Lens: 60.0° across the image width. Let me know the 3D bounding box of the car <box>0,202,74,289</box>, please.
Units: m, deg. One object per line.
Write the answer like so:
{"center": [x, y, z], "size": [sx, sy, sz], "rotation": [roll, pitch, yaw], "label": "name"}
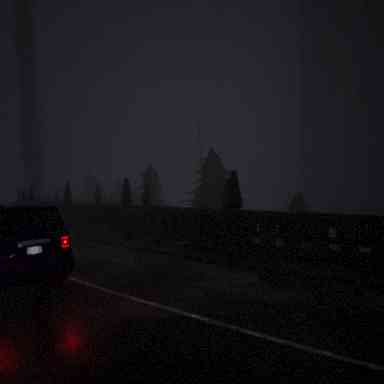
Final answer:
{"center": [-5.154, 1.272, 8.472], "size": [5.566, 2.045, 2.150], "rotation": [0, 0, 42], "label": "car"}
